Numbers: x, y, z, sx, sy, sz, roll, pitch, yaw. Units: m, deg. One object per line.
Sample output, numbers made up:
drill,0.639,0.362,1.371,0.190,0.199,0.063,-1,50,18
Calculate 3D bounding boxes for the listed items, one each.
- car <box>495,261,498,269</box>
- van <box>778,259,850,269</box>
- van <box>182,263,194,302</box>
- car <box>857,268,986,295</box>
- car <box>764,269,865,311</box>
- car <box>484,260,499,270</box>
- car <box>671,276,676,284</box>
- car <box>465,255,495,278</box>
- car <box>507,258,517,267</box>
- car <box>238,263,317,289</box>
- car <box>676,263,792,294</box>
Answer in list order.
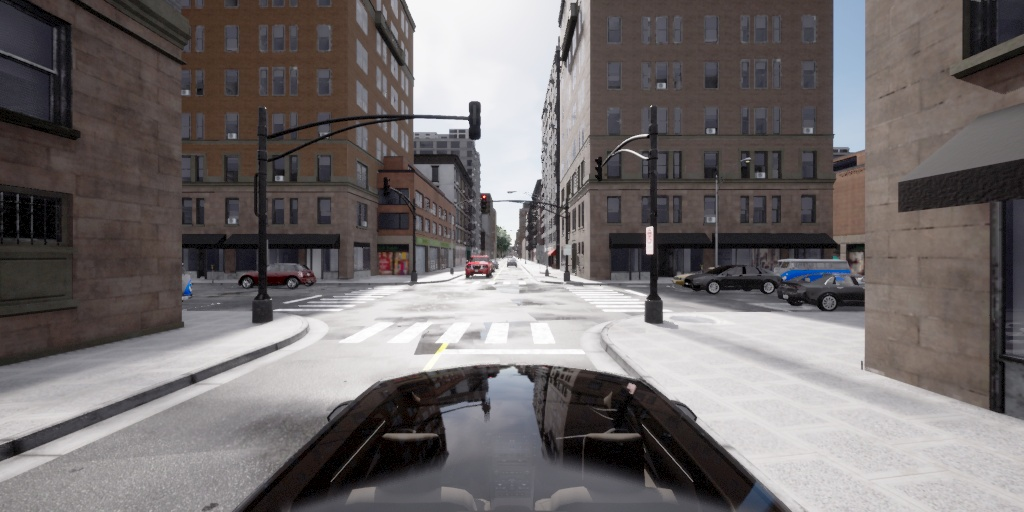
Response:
car,-3.106,1.259,44.095,1.812,1.442,4.674,0,0,0
van,18.258,1.080,21.986,3.998,1.789,1.690,0,0,1
van,-14.675,1.089,13.798,3.998,1.789,1.690,0,0,1
car,21.959,1.346,19.378,4.718,1.301,1.895,0,0,1
car,12.520,1.305,13.519,4.403,1.370,2.007,0,0,1
car,-3.092,1.287,54.089,1.994,1.385,4.181,0,0,1
car,12.419,1.264,22.046,4.829,1.417,1.751,0,0,1
car,-3.102,0.962,34.259,2.150,2.045,5.566,0,0,0
car,-0.008,1.259,63.799,2.033,1.411,5.357,0,0,0
car,-14.605,1.172,22.323,4.097,1.591,1.967,0,0,1
car,11.926,1.248,19.494,4.892,1.490,1.837,0,0,-1
